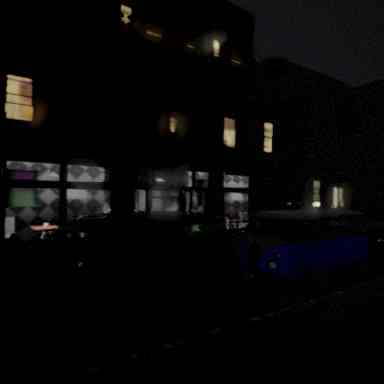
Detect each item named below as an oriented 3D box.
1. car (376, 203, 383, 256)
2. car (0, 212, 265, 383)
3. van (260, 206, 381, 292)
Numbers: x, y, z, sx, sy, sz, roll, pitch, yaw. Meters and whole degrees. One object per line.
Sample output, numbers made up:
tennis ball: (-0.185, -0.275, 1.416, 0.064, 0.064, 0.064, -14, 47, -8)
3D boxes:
car: (7.408, 1.329, 11.823, 5.009, 1.841, 2.192, 0, 1, -35)
car: (-1.395, 1.318, 5.542, 5.009, 1.841, 2.192, 0, 1, -35)
van: (3.006, 1.350, 8.683, 3.998, 1.788, 1.690, 0, 1, -35)
